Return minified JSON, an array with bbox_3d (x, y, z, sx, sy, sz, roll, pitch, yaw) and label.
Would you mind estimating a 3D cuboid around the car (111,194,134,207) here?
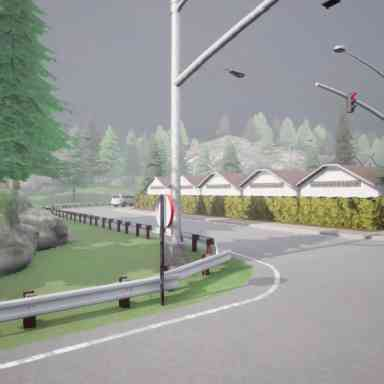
[{"bbox_3d":[-10.501,1.398,53.881,2.150,2.045,5.566,0,0,36],"label":"car"}]
